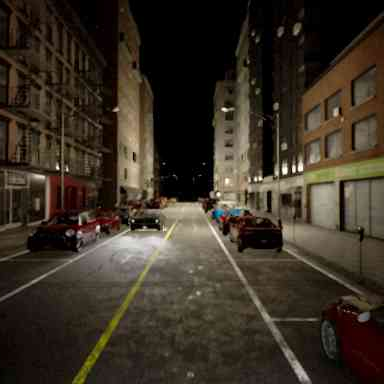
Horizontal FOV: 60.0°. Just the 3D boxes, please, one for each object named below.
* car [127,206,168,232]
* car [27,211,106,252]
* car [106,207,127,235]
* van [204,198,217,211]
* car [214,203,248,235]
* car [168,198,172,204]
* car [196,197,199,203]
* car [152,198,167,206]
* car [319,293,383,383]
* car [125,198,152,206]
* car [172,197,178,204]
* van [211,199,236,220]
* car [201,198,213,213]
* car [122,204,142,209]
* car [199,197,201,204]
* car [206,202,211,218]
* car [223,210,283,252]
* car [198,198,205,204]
[{"bbox_3d":[-2.799,1.832,22.048,1.895,1.301,4.718,0,-1,0],"label":"car"},{"bbox_3d":[-5.391,1.592,14.438,1.967,1.590,4.097,0,-1,0],"label":"car"},{"bbox_3d":[-5.391,1.793,20.114,1.802,1.307,4.206,0,-1,0],"label":"car"},{"bbox_3d":[2.645,1.843,48.504,1.690,1.788,3.998,0,-1,0],"label":"van"},{"bbox_3d":[2.641,1.651,20.110,1.967,1.590,4.097,0,-1,0],"label":"car"},{"bbox_3d":[-5.392,1.932,59.864,2.192,1.841,5.009,0,-1,0],"label":"car"},{"bbox_3d":[2.649,2.441,86.866,2.008,1.369,4.403,0,-1,0],"label":"car"},{"bbox_3d":[-5.392,1.817,48.508,2.192,1.841,5.009,0,-1,0],"label":"car"},{"bbox_3d":[2.639,1.616,3.073,1.802,1.307,4.206,0,-1,0],"label":"car"},{"bbox_3d":[-5.391,1.643,31.473,2.192,1.841,5.009,0,-1,0],"label":"car"},{"bbox_3d":[-5.404,2.414,86.697,1.752,1.417,4.829,0,-1,0],"label":"car"},{"bbox_3d":[2.642,1.611,25.790,1.690,1.788,3.998,0,-1,0],"label":"van"},{"bbox_3d":[2.644,1.759,42.825,2.192,1.841,5.009,0,-1,0],"label":"car"},{"bbox_3d":[-5.391,1.835,25.793,1.947,1.339,4.313,0,-1,0],"label":"car"},{"bbox_3d":[2.645,1.875,54.183,2.192,1.841,5.009,0,-1,0],"label":"car"},{"bbox_3d":[2.642,1.879,31.466,2.008,1.369,4.403,0,-1,0],"label":"car"},{"bbox_3d":[2.640,1.696,14.431,1.887,1.381,4.507,0,-1,0],"label":"car"},{"bbox_3d":[2.650,2.491,92.348,1.887,1.381,4.507,0,-1,0],"label":"car"}]
